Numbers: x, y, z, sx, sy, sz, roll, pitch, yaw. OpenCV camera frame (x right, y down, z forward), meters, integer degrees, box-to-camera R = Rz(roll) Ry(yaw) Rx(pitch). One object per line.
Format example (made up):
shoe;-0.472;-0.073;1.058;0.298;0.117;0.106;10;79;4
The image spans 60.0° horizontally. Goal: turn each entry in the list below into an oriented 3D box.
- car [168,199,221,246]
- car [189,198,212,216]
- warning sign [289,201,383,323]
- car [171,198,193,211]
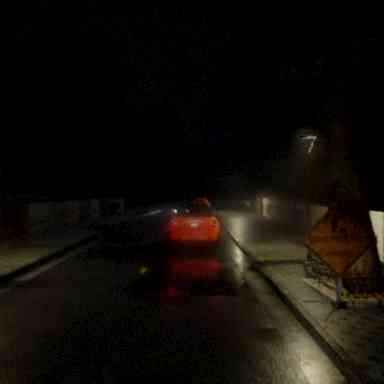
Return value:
car;0.113;1.314;15.115;2.097;1.767;4.553;0;0;0
car;0.918;1.423;32.919;1.882;1.535;5.008;0;0;5
warning sign;2.497;1.097;5.701;1.300;1.860;1.060;-1;-1;0
car;-1.135;1.517;40.634;1.994;1.385;4.181;0;0;8
